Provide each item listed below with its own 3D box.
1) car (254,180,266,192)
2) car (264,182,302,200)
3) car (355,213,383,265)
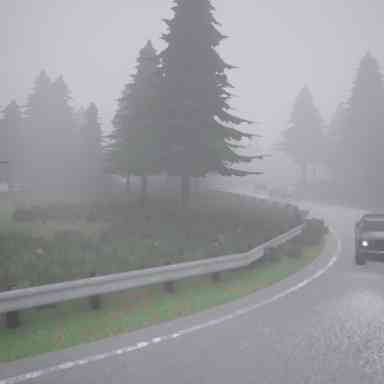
[{"bbox_3d":[9.670,-0.857,46.411,1.837,1.490,4.892,1,4,14],"label":"car"},{"bbox_3d":[9.322,0.034,33.388,1.812,1.442,4.674,2,4,-11],"label":"car"},{"bbox_3d":[6.337,1.436,10.755,1.895,1.301,4.718,1,3,26],"label":"car"}]
